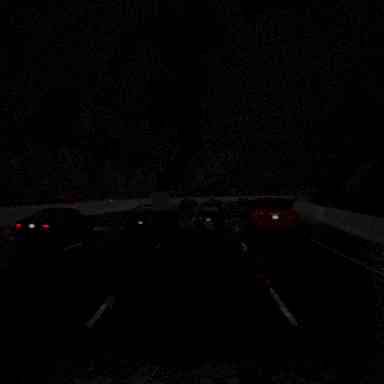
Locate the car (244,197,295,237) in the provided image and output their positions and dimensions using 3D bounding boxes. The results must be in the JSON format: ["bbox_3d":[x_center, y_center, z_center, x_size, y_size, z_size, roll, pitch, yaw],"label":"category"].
[{"bbox_3d":[4.328,1.301,18.761,2.150,2.045,5.566,0,0,6],"label":"car"}]

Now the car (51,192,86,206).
[{"bbox_3d":[-18.618,1.043,50.357,2.150,2.045,5.566,1,0,14],"label":"car"}]

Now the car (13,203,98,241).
[{"bbox_3d":[-6.460,1.484,16.380,2.033,1.411,5.357,1,0,5],"label":"car"}]

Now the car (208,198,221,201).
[{"bbox_3d":[3.380,1.671,51.207,1.994,1.385,4.181,1,0,16],"label":"car"}]

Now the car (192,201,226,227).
[{"bbox_3d":[1.354,1.572,23.097,1.812,1.442,4.674,0,0,7],"label":"car"}]

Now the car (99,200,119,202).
[{"bbox_3d":[-11.797,1.260,48.734,2.097,1.767,4.553,1,0,14],"label":"car"}]

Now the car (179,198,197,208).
[{"bbox_3d":[-0.471,1.620,50.357,1.994,1.385,4.181,1,0,15],"label":"car"}]

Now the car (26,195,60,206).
[{"bbox_3d":[-22.285,1.266,50.023,2.128,1.511,4.902,1,0,13],"label":"car"}]

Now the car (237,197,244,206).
[{"bbox_3d":[9.045,1.680,58.182,2.128,1.511,4.902,0,0,18],"label":"car"}]

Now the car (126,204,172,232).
[{"bbox_3d":[-2.473,1.471,20.109,1.882,1.535,5.008,0,0,6],"label":"car"}]

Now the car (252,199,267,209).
[{"bbox_3d":[10.450,1.799,51.429,1.895,1.301,4.718,1,0,17],"label":"car"}]
